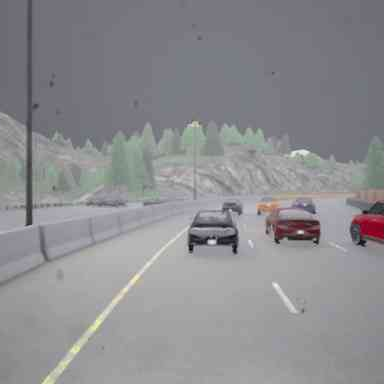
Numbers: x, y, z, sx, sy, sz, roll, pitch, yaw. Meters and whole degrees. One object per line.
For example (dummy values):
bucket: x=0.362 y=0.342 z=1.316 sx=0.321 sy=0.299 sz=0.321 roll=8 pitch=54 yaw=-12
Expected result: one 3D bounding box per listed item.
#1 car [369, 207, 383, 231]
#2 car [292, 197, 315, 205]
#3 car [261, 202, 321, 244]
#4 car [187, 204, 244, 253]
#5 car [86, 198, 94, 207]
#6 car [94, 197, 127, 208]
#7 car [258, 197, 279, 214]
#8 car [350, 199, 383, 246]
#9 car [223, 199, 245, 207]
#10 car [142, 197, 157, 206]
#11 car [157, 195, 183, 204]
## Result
car: x=12.084 y=1.599 z=19.085 sx=1.895 sy=1.301 sz=4.718 roll=0 pitch=0 yaw=8
car: x=11.731 y=1.325 z=35.127 sx=2.097 sy=1.767 sz=4.553 roll=0 pitch=0 yaw=14
car: x=4.641 y=1.464 z=15.872 sx=1.882 sy=1.535 sz=5.008 roll=0 pitch=0 yaw=6
car: x=0.909 y=1.473 z=13.664 sx=2.128 sy=1.511 sz=4.902 roll=0 pitch=0 yaw=5
car: x=-13.714 y=1.460 z=48.835 sx=1.994 sy=1.385 sz=4.181 roll=0 pitch=0 yaw=17
car: x=-10.884 y=1.453 z=46.192 sx=2.033 sy=1.411 sz=5.357 roll=0 pitch=0 yaw=16
car: x=7.897 y=1.318 z=34.235 sx=2.097 sy=1.767 sz=4.553 roll=0 pitch=0 yaw=13
car: x=7.746 y=1.220 z=12.039 sx=2.150 sy=2.045 sz=5.566 roll=0 pitch=0 yaw=5
car: x=4.167 y=1.463 z=33.654 sx=1.837 sy=1.490 sz=4.892 roll=0 pitch=0 yaw=13
car: x=-5.929 y=1.475 z=50.331 sx=1.994 sy=1.385 sz=4.181 roll=0 pitch=0 yaw=18
car: x=-2.812 y=1.272 z=48.554 sx=2.097 sy=1.767 sz=4.553 roll=0 pitch=0 yaw=18
